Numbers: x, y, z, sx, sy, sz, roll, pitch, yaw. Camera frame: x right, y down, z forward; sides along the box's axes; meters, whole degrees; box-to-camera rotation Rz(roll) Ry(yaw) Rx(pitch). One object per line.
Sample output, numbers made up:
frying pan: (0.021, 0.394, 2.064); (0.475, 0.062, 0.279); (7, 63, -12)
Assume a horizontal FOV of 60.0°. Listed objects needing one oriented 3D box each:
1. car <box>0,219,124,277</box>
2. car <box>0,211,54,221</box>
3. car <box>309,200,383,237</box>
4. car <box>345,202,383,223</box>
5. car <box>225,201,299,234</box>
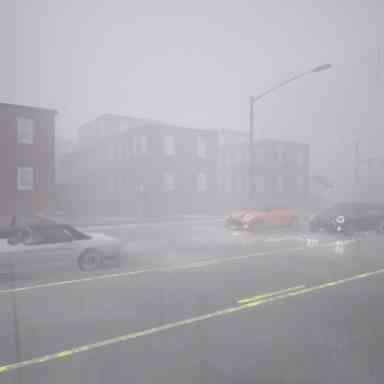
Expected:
car: (-4.475, 1.601, 9.363); (4.718, 1.301, 1.895); (0, 0, -35)
car: (-6.867, 1.478, 12.107); (5.008, 1.535, 1.882); (0, 0, -32)
car: (8.444, 1.351, 18.102); (4.553, 1.767, 2.097); (0, 0, -34)
car: (14.167, 1.564, 26.079); (4.181, 1.385, 1.994); (0, 0, -34)
car: (4.101, 1.351, 19.395); (4.553, 1.767, 2.097); (0, 0, -34)
